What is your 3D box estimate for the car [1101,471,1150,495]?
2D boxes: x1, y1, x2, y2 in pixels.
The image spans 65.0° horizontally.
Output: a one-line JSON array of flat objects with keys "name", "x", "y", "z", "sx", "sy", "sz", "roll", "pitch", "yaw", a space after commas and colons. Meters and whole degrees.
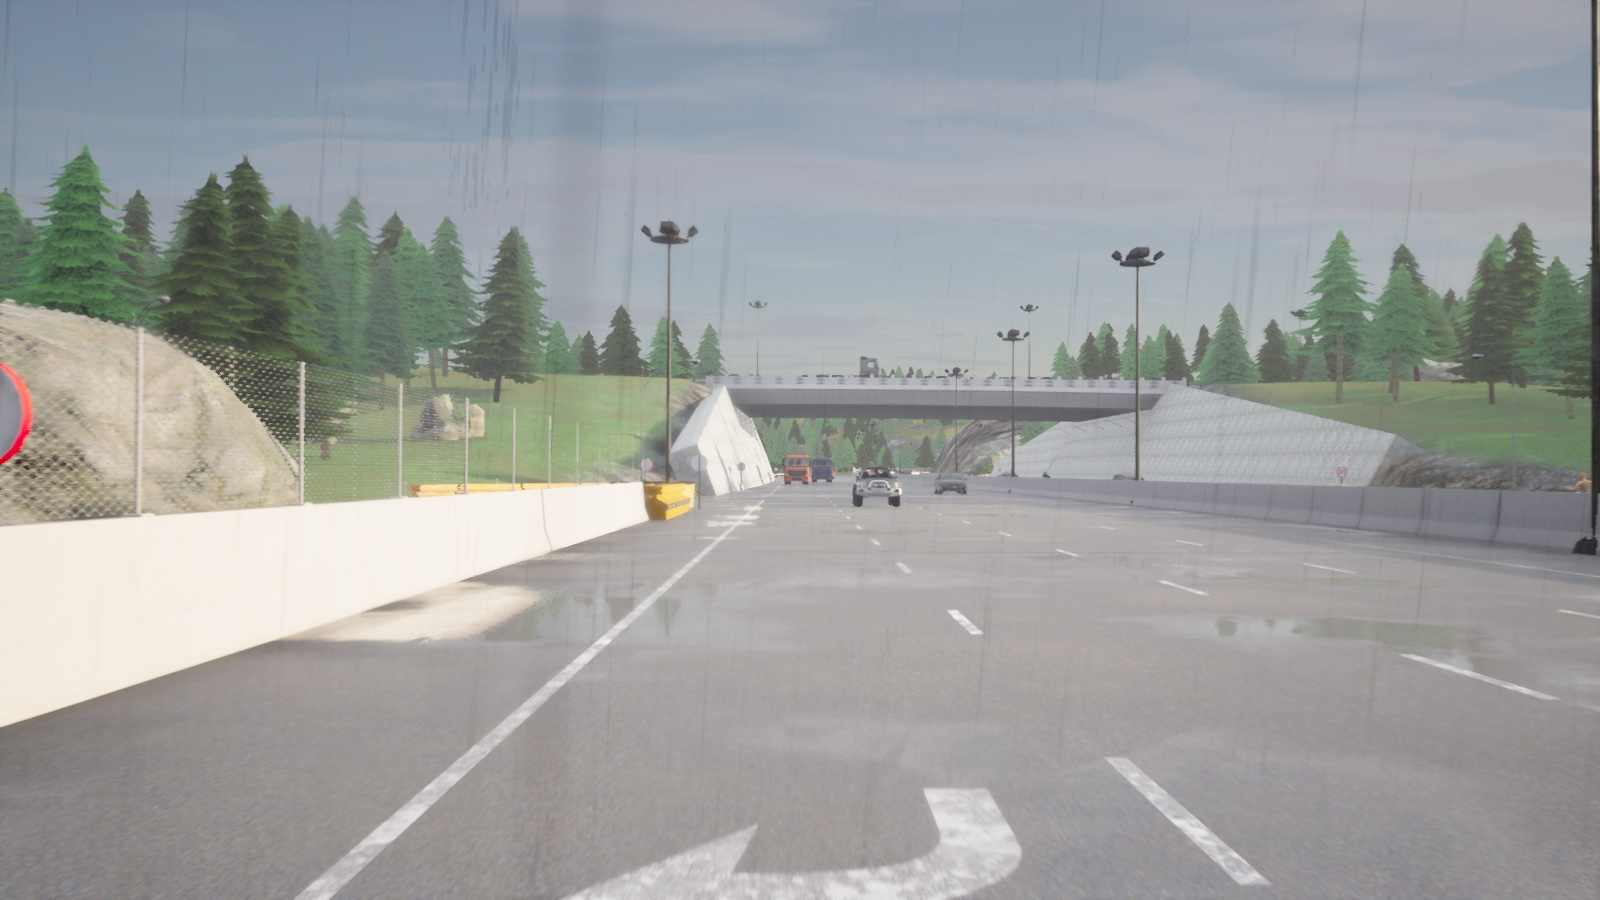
[{"name": "car", "x": 20.805, "y": 2.083, "z": 80.446, "sx": 1.837, "sy": 1.490, "sz": 4.892, "roll": 0, "pitch": -1, "yaw": 0}]

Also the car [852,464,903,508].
[{"name": "car", "x": 3.366, "y": 1.541, "z": 55.177, "sx": 1.932, "sy": 1.855, "sz": 4.605, "roll": 0, "pitch": -1, "yaw": 0}]

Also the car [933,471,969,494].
[{"name": "car", "x": 10.293, "y": 2.214, "z": 85.654, "sx": 1.837, "sy": 1.490, "sz": 4.892, "roll": 0, "pitch": -1, "yaw": 0}]
